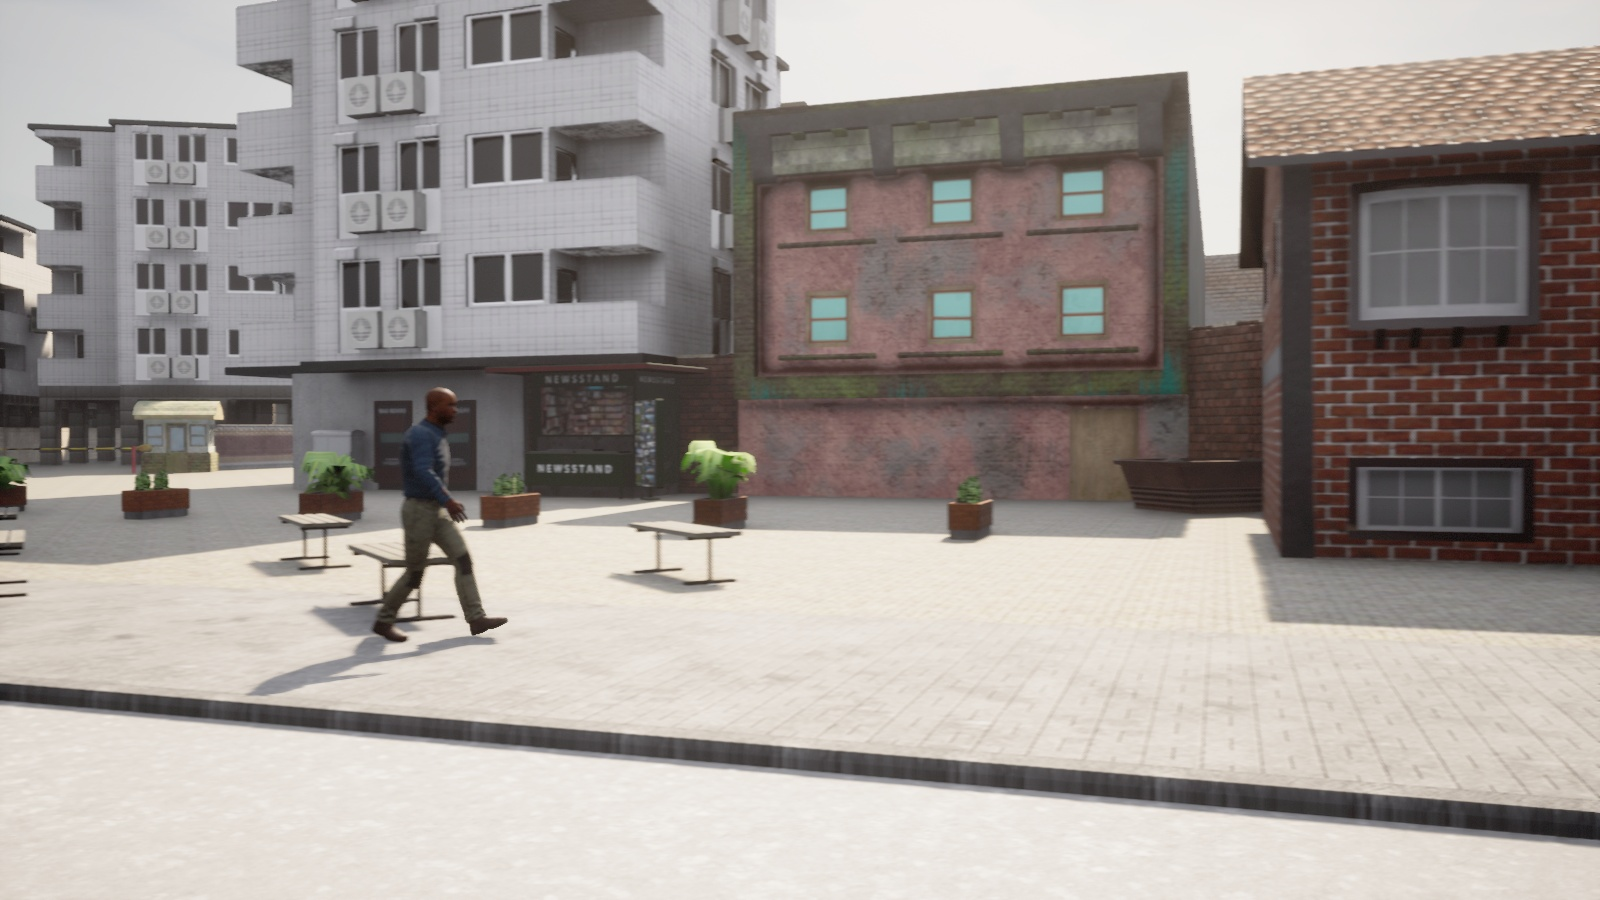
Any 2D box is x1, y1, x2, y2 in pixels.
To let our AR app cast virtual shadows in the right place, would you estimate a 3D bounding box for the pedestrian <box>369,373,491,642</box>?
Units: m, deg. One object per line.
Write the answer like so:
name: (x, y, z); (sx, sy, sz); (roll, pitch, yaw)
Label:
pedestrian: (-2.578, 0.386, 8.779); (0.726, 1.835, 0.370); (0, 1, 7)
